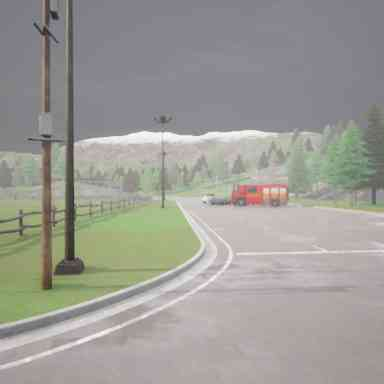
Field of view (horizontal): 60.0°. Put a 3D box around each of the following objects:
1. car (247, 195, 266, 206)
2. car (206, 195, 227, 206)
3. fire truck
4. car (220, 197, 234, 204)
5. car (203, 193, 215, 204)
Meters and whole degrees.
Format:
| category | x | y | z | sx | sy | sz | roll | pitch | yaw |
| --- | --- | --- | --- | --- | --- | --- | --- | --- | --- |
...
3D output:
| category | x | y | z | sx | sy | sz | roll | pitch | yaw |
| --- | --- | --- | --- | --- | --- | --- | --- | --- | --- |
| car | 10.905 | 1.335 | 56.702 | 2.097 | 1.767 | 4.553 | 0 | 0 | -4 |
| car | 4.012 | 1.551 | 54.740 | 1.994 | 1.385 | 4.181 | 0 | 0 | -4 |
| fire truck | 10.365 | 0.330 | 50.921 | 8.468 | 3.827 | 2.891 | 0 | 0 | 21 |
| car | 6.836 | 1.584 | 65.039 | 1.895 | 1.301 | 4.718 | 0 | 0 | -4 |
| car | 3.344 | 1.206 | 64.805 | 2.150 | 2.045 | 5.566 | 0 | 0 | -4 |
